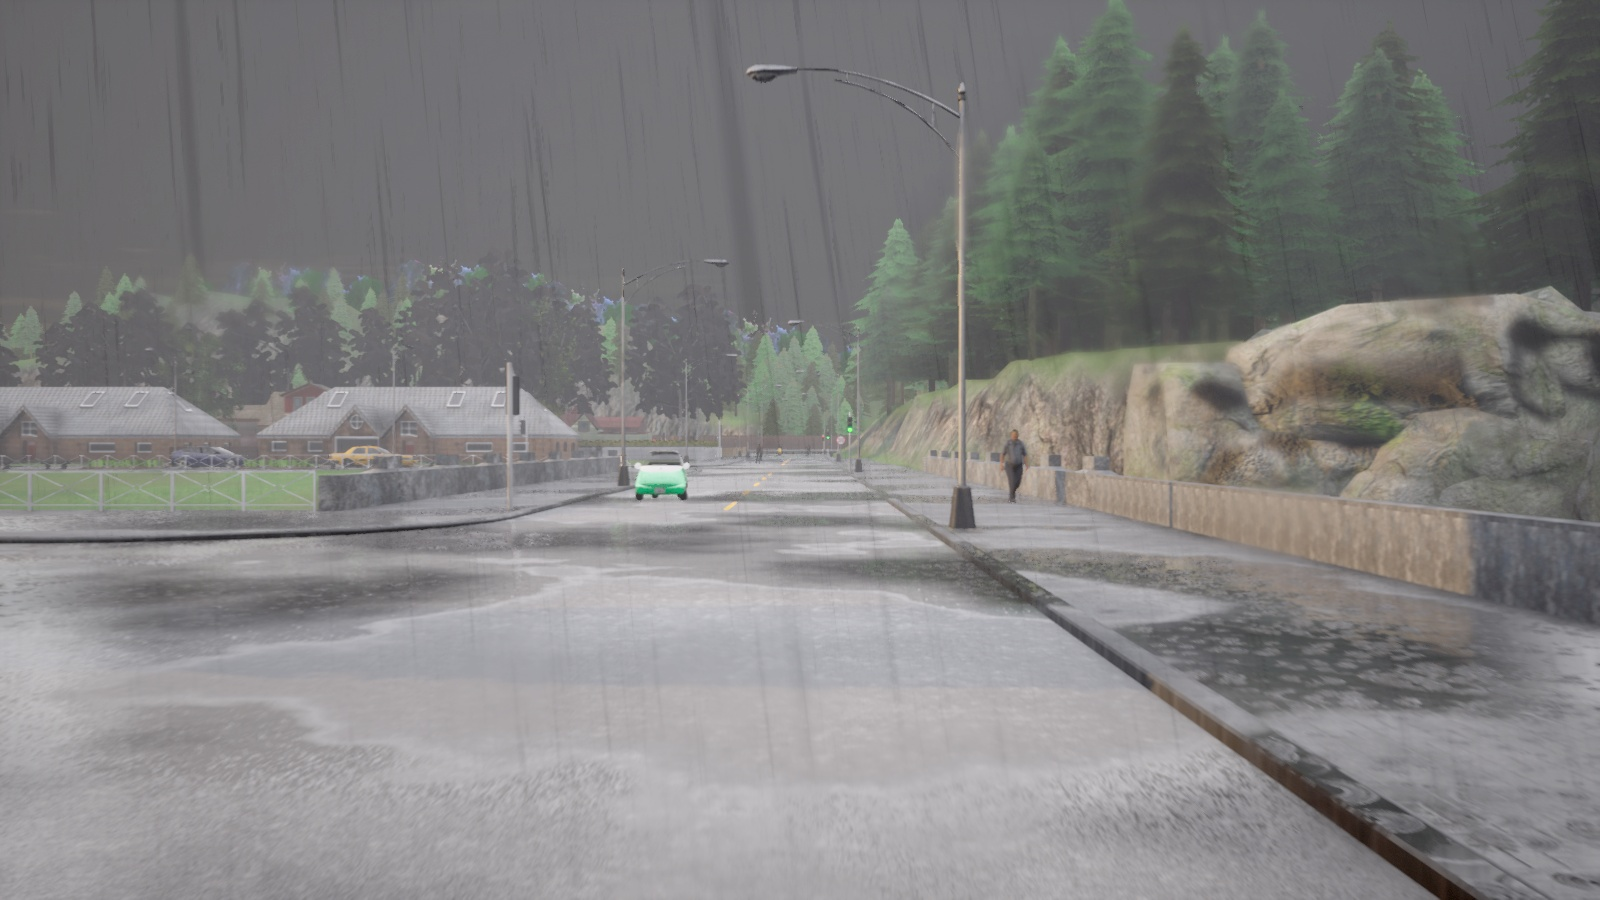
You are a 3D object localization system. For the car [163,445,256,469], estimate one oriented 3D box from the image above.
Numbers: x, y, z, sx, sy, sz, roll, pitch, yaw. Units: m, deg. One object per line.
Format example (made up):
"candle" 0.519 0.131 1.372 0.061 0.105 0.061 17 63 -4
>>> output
"car" -36.987 0.406 78.768 4.792 1.488 2.163 0 0 0

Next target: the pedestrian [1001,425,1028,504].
"pedestrian" 5.124 0.343 30.058 0.540 1.848 0.694 0 0 0

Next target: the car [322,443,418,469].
"car" -26.926 0.354 78.701 5.366 1.575 1.801 0 0 0

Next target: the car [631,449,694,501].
"car" -3.751 0.662 34.616 1.481 1.376 2.207 0 0 0
